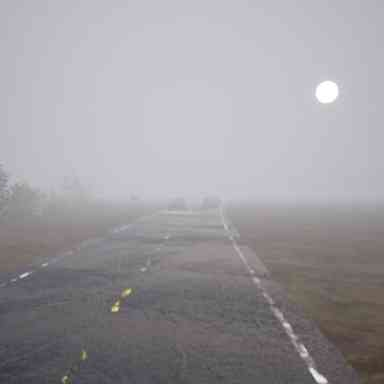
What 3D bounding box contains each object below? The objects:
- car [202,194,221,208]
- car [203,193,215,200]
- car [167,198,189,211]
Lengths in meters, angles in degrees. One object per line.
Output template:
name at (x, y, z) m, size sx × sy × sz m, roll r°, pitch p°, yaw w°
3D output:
car at (2.371, 1.252, 42.402) m, size 1.994 × 1.385 × 4.181 m, roll 0°, pitch 0°, yaw 7°
car at (3.857, 0.966, 75.324) m, size 2.128 × 1.511 × 4.902 m, roll 0°, pitch 0°, yaw 10°
car at (-1.435, 1.295, 36.075) m, size 1.994 × 1.385 × 4.181 m, roll 0°, pitch 0°, yaw 5°
